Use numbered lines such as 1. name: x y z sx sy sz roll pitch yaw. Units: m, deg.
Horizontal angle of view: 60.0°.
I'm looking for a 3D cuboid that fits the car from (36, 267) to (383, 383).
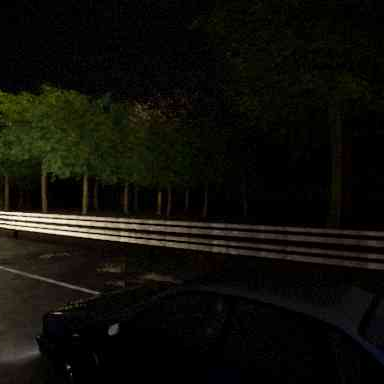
1. car: 0.584 1.567 3.461 5.357 1.411 2.033 -1 -1 36
